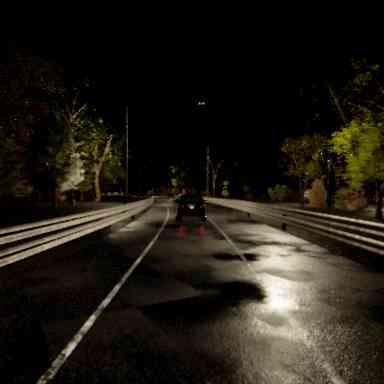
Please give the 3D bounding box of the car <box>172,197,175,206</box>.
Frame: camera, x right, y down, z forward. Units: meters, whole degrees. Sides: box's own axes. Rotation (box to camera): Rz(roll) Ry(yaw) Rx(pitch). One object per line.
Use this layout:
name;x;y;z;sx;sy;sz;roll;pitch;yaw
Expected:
car;-2.278;1.498;55.500;2.033;1.411;5.357;0;0;-8

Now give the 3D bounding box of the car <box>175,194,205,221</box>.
car;-0.127;1.218;27.169;2.150;2.045;5.566;1;0;-3
